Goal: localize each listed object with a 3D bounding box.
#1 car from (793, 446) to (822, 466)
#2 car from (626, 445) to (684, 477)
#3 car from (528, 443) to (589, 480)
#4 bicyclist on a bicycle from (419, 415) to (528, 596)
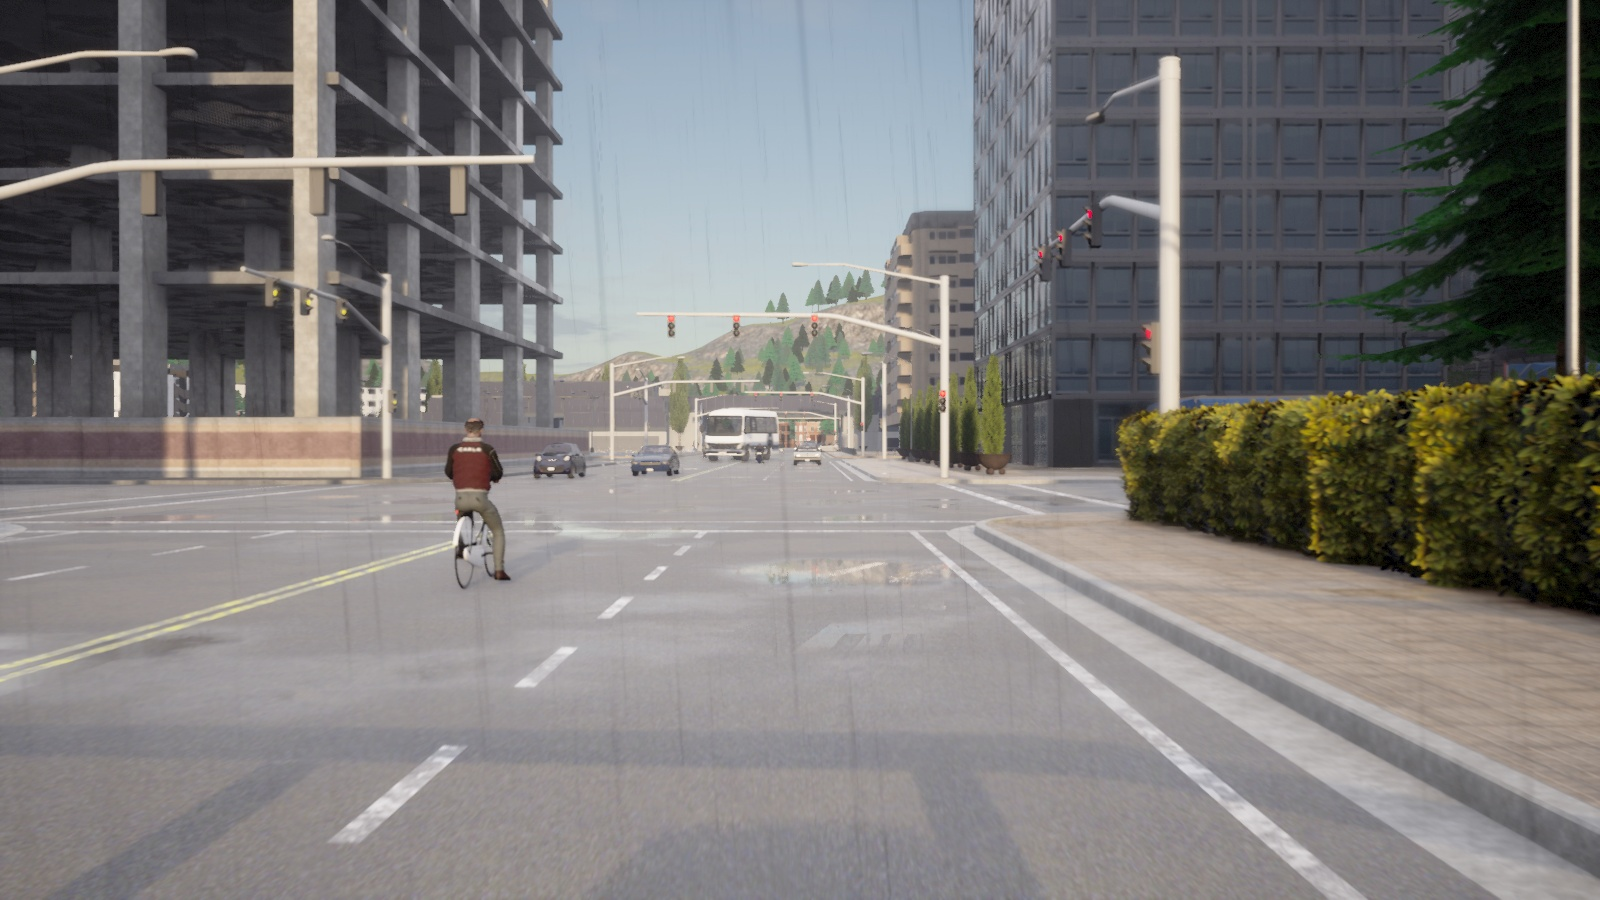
[{"bbox_3d":[0.497,0.370,84.666,1.895,1.301,4.718,0,0,0],"label":"car"},{"bbox_3d":[-6.654,0.460,58.276,2.033,1.411,5.357,0,0,0],"label":"car"},{"bbox_3d":[-10.183,0.453,53.129,1.845,1.501,3.633,0,0,0],"label":"car"},{"bbox_3d":[-3.409,0.539,13.277,0.659,1.776,1.843,0,1,0],"label":"bicyclist on a bicycle"}]
